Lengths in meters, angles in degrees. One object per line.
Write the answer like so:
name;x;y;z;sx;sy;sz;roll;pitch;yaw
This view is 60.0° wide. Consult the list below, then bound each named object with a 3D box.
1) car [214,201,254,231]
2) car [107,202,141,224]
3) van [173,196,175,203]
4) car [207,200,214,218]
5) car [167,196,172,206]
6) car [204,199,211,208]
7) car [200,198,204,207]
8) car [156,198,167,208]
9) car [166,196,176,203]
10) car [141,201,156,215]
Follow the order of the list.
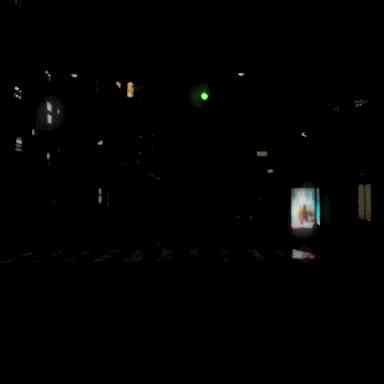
car;2.704;1.532;21.216;1.967;1.590;4.097;-1;0;0
car;-5.668;1.763;26.909;2.008;1.369;4.403;-1;0;0
van;-5.603;1.994;83.875;1.690;1.788;3.998;-1;0;0
car;2.720;1.755;32.608;1.802;1.307;4.206;-1;0;0
car;-5.623;1.953;66.784;1.967;1.590;4.097;-1;0;0
car;2.726;1.766;38.305;2.008;1.369;4.403;-1;0;0
car;2.747;1.894;55.395;2.008;1.369;4.403;-1;0;0
car;-5.634;1.947;55.222;1.752;1.417;4.829;-1;0;0
car;-5.597;2.016;89.570;2.192;1.841;5.009;-1;0;0
car;-5.654;1.846;38.302;2.008;1.369;4.403;-1;0;0
